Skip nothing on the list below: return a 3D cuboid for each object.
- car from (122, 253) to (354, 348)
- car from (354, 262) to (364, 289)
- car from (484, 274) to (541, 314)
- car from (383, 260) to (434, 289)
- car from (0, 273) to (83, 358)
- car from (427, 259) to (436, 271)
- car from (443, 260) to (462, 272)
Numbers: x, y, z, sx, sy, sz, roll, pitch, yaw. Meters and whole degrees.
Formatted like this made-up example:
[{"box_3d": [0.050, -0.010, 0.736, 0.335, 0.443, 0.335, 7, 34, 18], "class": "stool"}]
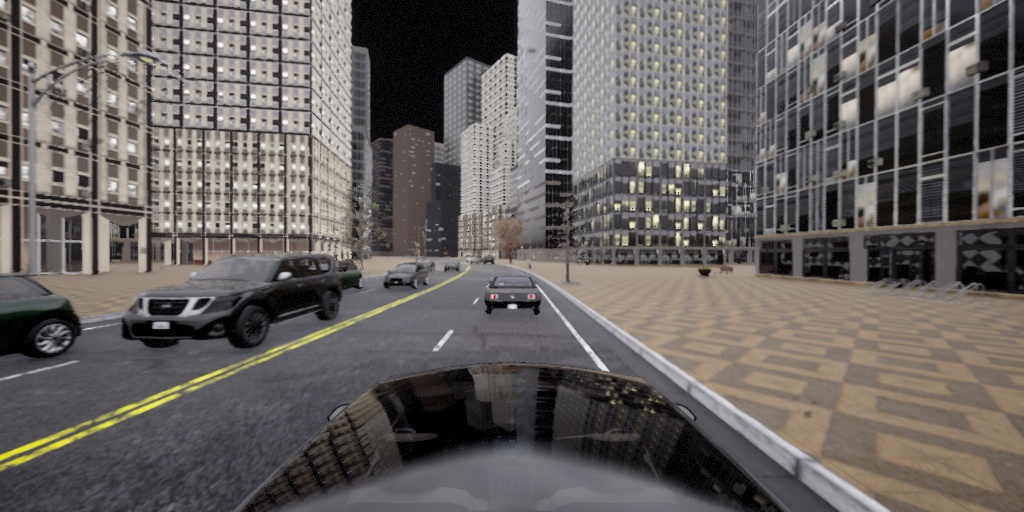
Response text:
[{"box_3d": [-6.585, 0.944, 9.493, 2.150, 2.045, 5.566, 0, 0, 0], "class": "car"}, {"box_3d": [-9.829, 1.065, 19.372, 2.097, 1.767, 4.553, 0, 0, 0], "class": "car"}, {"box_3d": [0.031, 1.350, 13.847, 1.895, 1.301, 4.718, 0, 0, 0], "class": "car"}, {"box_3d": [-6.590, 1.226, 22.761, 1.837, 1.490, 4.892, 0, 0, 0], "class": "car"}, {"box_3d": [-9.848, 1.063, 5.315, 2.097, 1.767, 4.553, 0, 0, 0], "class": "car"}, {"box_3d": [-10.626, 1.183, 44.603, 2.128, 1.511, 4.902, 0, 0, -4], "class": "car"}, {"box_3d": [-7.384, 1.219, 44.831, 1.837, 1.490, 4.892, 0, 0, -4], "class": "car"}]
